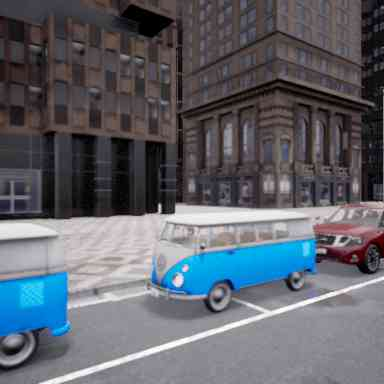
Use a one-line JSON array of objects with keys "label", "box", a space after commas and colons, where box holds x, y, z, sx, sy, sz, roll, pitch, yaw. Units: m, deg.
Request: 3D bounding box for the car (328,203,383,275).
[{"label": "car", "box": [5.648, 1.308, 10.676, 5.009, 1.841, 2.192, 0, 0, -35]}]

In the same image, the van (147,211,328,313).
[{"label": "van", "box": [1.025, 1.338, 7.379, 3.998, 1.788, 1.690, 0, 0, -35]}]

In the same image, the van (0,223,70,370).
[{"label": "van", "box": [-3.597, 1.342, 4.083, 3.998, 1.788, 1.690, 0, 0, -35]}]
